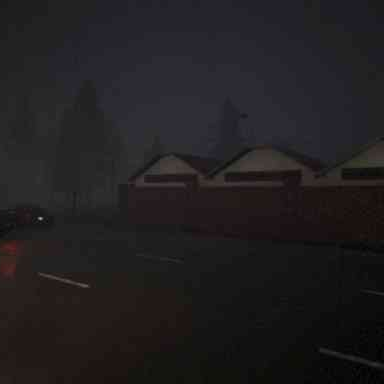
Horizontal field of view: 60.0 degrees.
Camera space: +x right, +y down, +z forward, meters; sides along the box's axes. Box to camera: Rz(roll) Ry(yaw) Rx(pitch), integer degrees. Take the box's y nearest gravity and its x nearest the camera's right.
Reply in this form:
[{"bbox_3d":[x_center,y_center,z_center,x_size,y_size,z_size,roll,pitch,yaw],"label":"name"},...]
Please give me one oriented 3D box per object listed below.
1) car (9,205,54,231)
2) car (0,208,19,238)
[{"bbox_3d":[-10.132,1.449,19.821,4.181,1.385,1.994,0,0,36],"label":"car"},{"bbox_3d":[-10.498,1.498,15.784,4.718,1.301,1.895,0,0,36],"label":"car"}]
